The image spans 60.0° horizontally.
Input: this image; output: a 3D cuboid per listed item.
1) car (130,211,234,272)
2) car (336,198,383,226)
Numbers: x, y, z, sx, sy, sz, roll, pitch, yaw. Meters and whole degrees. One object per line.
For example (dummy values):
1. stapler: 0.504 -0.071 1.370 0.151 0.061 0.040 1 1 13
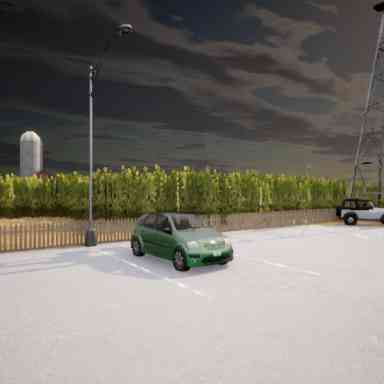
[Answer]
1. car: -0.453 1.481 10.968 1.851 1.617 3.988 0 0 -36
2. car: 11.893 1.355 22.668 3.866 1.878 1.905 0 0 23
